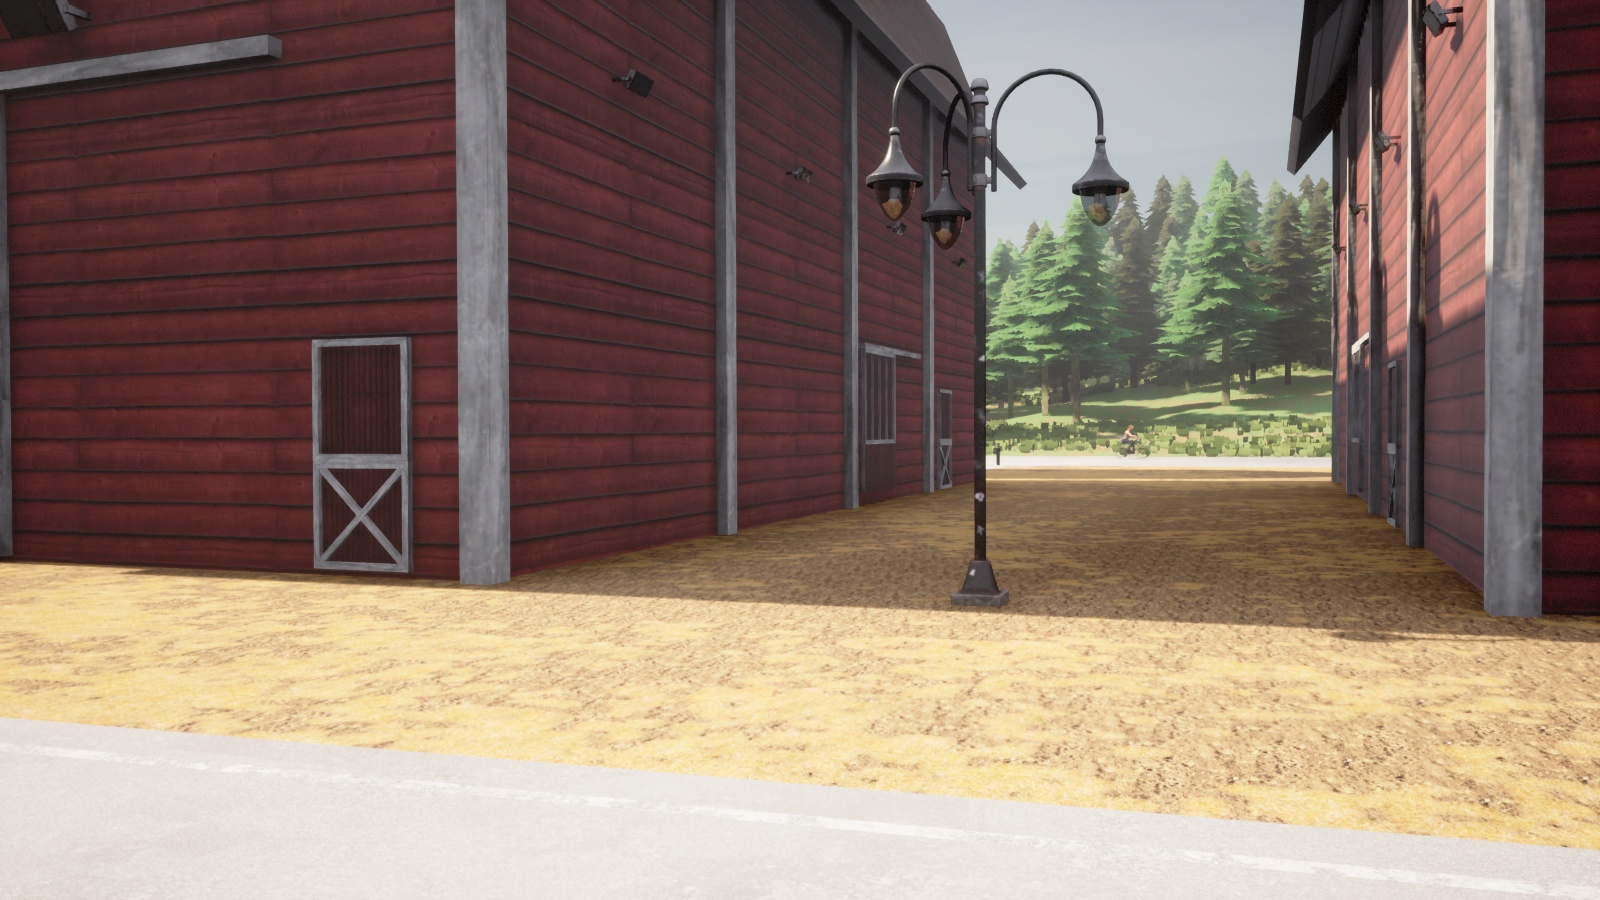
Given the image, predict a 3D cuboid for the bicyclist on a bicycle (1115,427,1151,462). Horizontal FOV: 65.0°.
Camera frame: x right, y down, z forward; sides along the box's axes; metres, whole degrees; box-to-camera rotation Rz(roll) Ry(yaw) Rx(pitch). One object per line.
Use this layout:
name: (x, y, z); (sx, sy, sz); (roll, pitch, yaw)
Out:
bicyclist on a bicycle: (15.504, -0.254, 58.419); (1.509, 1.612, 0.866); (1, 1, 20)
